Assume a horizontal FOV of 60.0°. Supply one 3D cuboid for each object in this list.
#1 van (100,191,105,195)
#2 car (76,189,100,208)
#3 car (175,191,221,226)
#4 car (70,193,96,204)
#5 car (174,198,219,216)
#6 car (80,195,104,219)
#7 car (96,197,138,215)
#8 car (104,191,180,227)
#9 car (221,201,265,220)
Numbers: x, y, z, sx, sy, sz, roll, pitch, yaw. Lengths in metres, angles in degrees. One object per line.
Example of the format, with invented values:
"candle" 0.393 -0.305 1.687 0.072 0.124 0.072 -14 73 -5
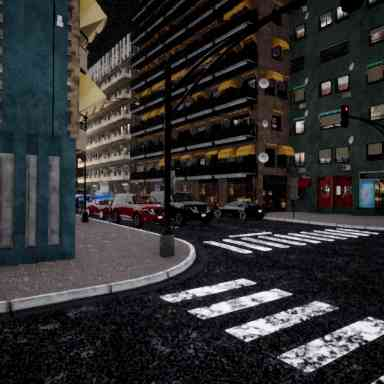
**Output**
"van" -12.697 0.725 47.760 1.690 1.788 3.998 2 0 -36
"car" -12.913 0.669 38.171 2.150 2.045 5.566 1 0 -35
"car" -0.941 0.966 21.551 2.150 2.045 5.566 1 0 -36
"car" -15.556 0.891 47.262 2.033 1.411 5.357 1 0 -35
"car" 0.337 1.288 29.691 1.802 1.307 4.206 2 0 -36
"car" -6.480 1.182 24.819 1.887 1.381 4.507 2 0 -36
"car" -6.762 1.201 29.616 1.895 1.301 4.718 1 0 -36
"car" -3.214 1.033 20.302 2.192 1.841 5.009 2 0 -36
"car" 3.597 1.353 25.174 1.947 1.339 4.313 2 0 -36
